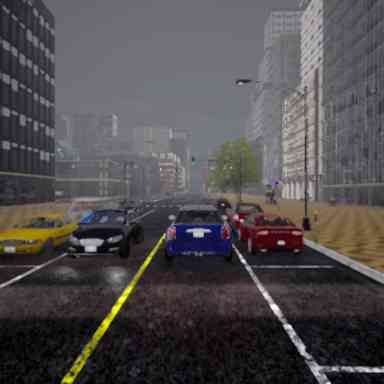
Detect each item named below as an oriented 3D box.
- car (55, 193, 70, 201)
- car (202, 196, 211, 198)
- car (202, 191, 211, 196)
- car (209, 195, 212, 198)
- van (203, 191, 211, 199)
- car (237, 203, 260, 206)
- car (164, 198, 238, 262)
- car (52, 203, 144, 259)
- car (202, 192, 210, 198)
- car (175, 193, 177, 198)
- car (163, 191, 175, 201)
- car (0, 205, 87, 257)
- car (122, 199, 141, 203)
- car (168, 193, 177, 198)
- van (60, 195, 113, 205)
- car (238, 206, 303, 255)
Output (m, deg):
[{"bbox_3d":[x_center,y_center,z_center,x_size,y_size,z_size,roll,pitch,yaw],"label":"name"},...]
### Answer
[{"bbox_3d":[-22.212,0.882,56.506,4.206,1.307,1.802,1,-1,0],"label":"car"},{"bbox_3d":[0.411,1.309,29.256,2.033,1.411,5.357,0,0,1],"label":"car"},{"bbox_3d":[3.472,0.933,73.034,1.752,1.417,4.829,0,0,1],"label":"car"},{"bbox_3d":[3.066,1.282,34.838,1.947,1.339,4.313,0,0,1],"label":"car"},{"bbox_3d":[3.531,0.705,78.413,1.690,1.788,3.998,0,0,1],"label":"van"},{"bbox_3d":[2.890,1.291,18.221,1.967,1.590,4.097,0,0,1],"label":"car"},{"bbox_3d":[0.222,1.255,11.896,2.097,1.767,4.553,0,1,1],"label":"car"},{"bbox_3d":[-2.968,1.391,12.284,2.128,1.511,4.902,0,0,1],"label":"car"},{"bbox_3d":[3.648,0.825,89.516,2.008,1.369,4.403,0,0,1],"label":"car"},{"bbox_3d":[-4.908,0.724,72.949,2.192,1.841,5.009,0,0,1],"label":"car"},{"bbox_3d":[-4.968,1.036,67.401,1.802,1.307,4.206,0,0,1],"label":"car"},{"bbox_3d":[-5.552,1.423,12.602,1.752,1.417,4.829,0,0,1],"label":"car"},{"bbox_3d":[-5.373,1.327,29.388,1.947,1.339,4.313,0,0,1],"label":"car"},{"bbox_3d":[-4.791,0.870,84.052,2.008,1.369,4.403,0,0,1],"label":"car"},{"bbox_3d":[-5.490,1.192,18.309,1.690,1.788,3.998,0,0,1],"label":"van"},{"bbox_3d":[2.830,1.440,12.683,1.887,1.381,4.507,0,0,1],"label":"car"}]
